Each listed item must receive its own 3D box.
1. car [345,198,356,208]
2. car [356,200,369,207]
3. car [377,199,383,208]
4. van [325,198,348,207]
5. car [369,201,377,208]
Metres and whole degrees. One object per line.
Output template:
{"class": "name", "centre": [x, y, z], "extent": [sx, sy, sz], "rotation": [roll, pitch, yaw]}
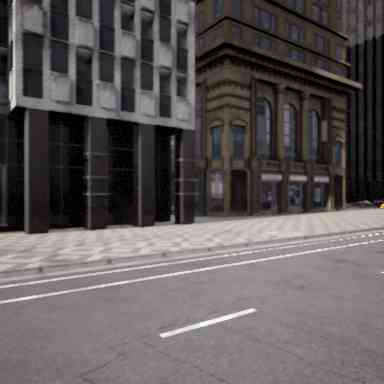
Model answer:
{"class": "car", "centre": [26.320, 2.273, 59.846], "extent": [2.008, 1.369, 4.403], "rotation": [-1, 0, -35]}
{"class": "car", "centre": [33.057, 2.314, 65.109], "extent": [1.802, 1.307, 4.206], "rotation": [-1, 0, -35]}
{"class": "car", "centre": [32.076, 2.113, 51.740], "extent": [1.752, 1.417, 4.829], "rotation": [-1, 0, -35]}
{"class": "van", "centre": [30.111, 2.141, 69.261], "extent": [1.690, 1.788, 3.998], "rotation": [-1, 0, -35]}
{"class": "car", "centre": [35.992, 1.978, 60.959], "extent": [2.192, 1.841, 5.009], "rotation": [-1, 0, -35]}
